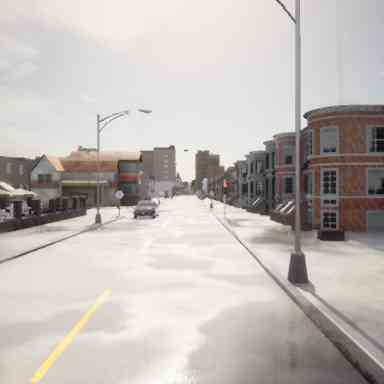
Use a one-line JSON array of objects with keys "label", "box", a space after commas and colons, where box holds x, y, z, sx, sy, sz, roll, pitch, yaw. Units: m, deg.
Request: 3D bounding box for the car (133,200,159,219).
[{"label": "car", "box": [-4.000, 1.517, 29.690, 1.837, 1.490, 4.892, 0, 0, 0]}]
